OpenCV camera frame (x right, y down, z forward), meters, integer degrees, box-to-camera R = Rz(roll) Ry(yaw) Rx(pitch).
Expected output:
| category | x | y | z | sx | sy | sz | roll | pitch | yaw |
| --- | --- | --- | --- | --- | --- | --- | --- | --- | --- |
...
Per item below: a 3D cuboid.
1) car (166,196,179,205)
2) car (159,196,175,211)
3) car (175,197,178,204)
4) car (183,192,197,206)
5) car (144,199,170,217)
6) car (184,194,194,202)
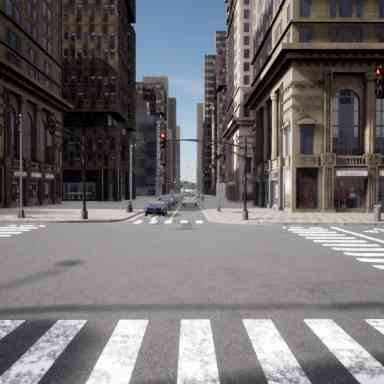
| category | x | y | z | sx | sy | sz | roll | pitch | yaw |
| --- | --- | --- | --- | --- | --- | --- | --- | --- | --- |
| car | -3.553 | 1.534 | 61.513 | 2.033 | 1.411 | 5.357 | 0 | 0 | 0 |
| car | -3.448 | 1.495 | 40.973 | 1.837 | 1.490 | 4.892 | 0 | 0 | -1 |
| car | -3.516 | 1.514 | 51.122 | 1.812 | 1.442 | 4.674 | 0 | 0 | -1 |
| car | -0.350 | 1.209 | 54.609 | 2.150 | 2.045 | 5.566 | 0 | 0 | 0 |
| car | -3.369 | 1.593 | 31.612 | 1.895 | 1.301 | 4.718 | 0 | 0 | -1 |
| car | -0.571 | 1.342 | 72.868 | 2.097 | 1.767 | 4.553 | 0 | 0 | 0 |
